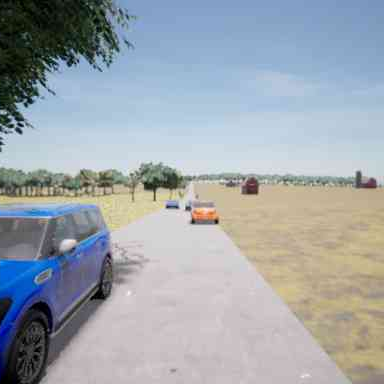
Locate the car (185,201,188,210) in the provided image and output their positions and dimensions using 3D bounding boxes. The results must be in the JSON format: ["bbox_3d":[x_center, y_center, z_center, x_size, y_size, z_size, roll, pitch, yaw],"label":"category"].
[{"bbox_3d":[0.009,1.917,47.143,1.895,1.301,4.718,0,-1,0],"label":"car"}]

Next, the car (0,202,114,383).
[{"bbox_3d":[-2.851,1.230,5.503,2.150,2.045,5.566,0,0,0],"label":"car"}]

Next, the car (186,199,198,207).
[{"bbox_3d":[-0.010,2.054,62.999,2.033,1.411,5.357,0,-1,0],"label":"car"}]

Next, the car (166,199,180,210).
[{"bbox_3d":[-2.829,1.817,49.223,1.882,1.535,5.008,0,-1,0],"label":"car"}]

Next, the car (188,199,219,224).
[{"bbox_3d":[0.958,1.486,26.403,2.097,1.767,4.553,0,0,0],"label":"car"}]
